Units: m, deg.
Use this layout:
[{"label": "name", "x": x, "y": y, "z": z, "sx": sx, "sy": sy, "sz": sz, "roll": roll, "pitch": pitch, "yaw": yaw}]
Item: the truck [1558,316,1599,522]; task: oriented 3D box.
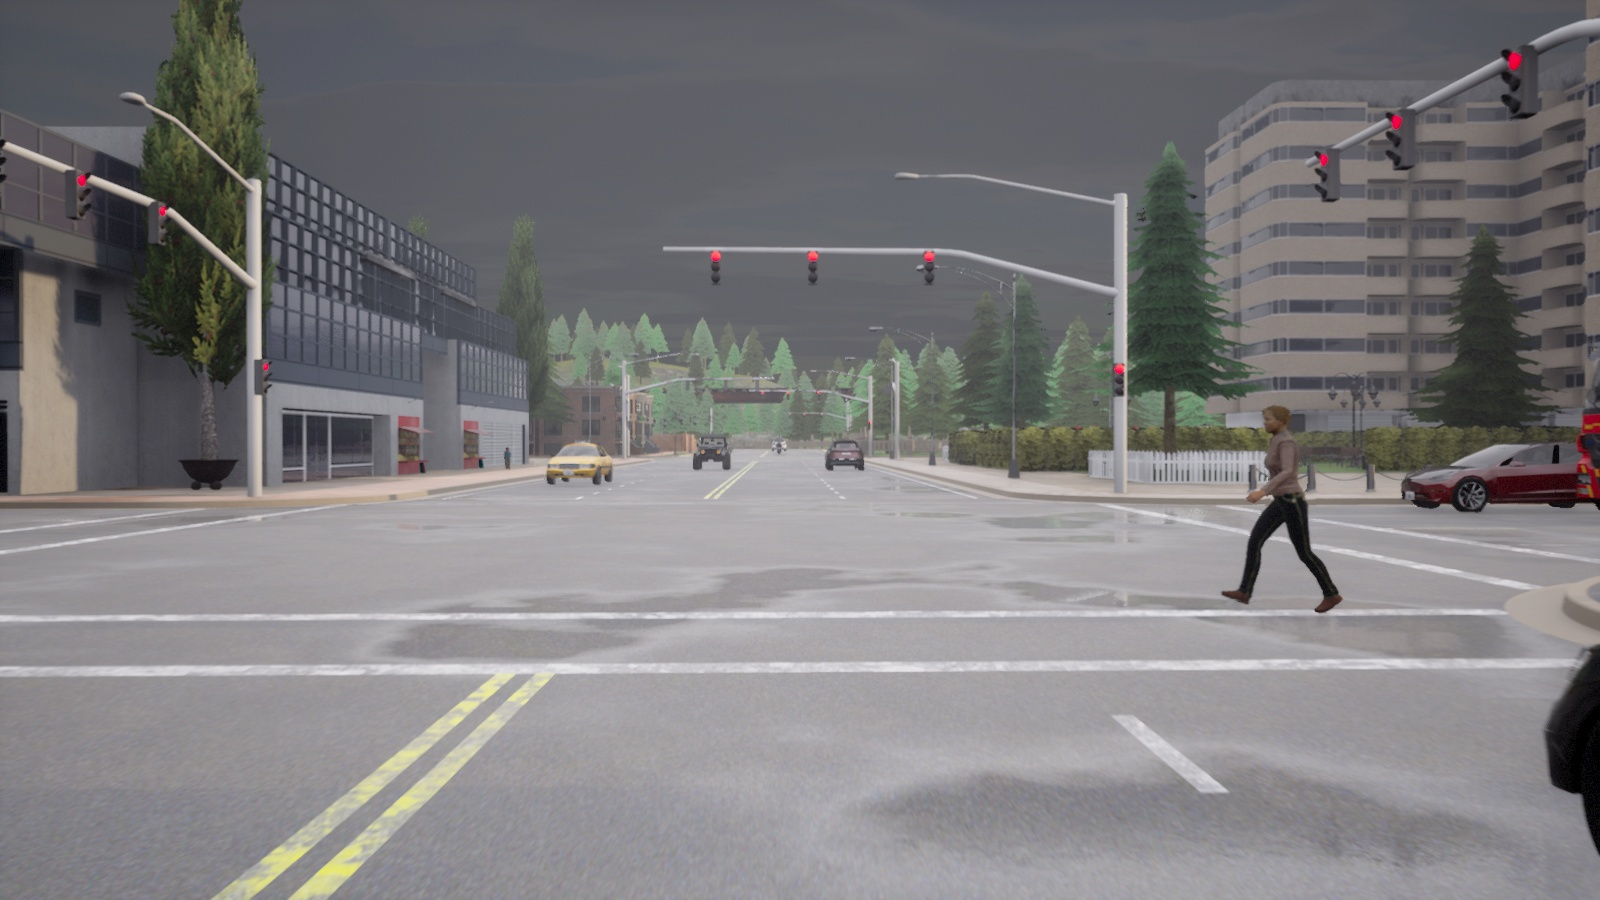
[{"label": "truck", "x": 19.162, "y": -0.569, "z": 23.304, "sx": 8.468, "sy": 3.827, "sz": 2.891, "roll": 0, "pitch": 0, "yaw": -1}]

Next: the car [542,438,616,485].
[{"label": "car", "x": -7.813, "y": 0.363, "z": 44.877, "sx": 1.801, "sy": 1.575, "sz": 5.366, "roll": 0, "pitch": 0, "yaw": -1}]

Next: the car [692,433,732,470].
[{"label": "car", "x": -4.657, "y": 0.068, "z": 66.736, "sx": 1.905, "sy": 1.878, "sz": 3.866, "roll": 0, "pitch": 0, "yaw": -1}]

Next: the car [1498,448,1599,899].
[{"label": "car", "x": 3.515, "y": 0.744, "z": 2.584, "sx": 1.816, "sy": 1.474, "sz": 4.193, "roll": 0, "pitch": 0, "yaw": 0}]

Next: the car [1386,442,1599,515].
[{"label": "car", "x": 15.379, "y": 0.568, "z": 26.743, "sx": 4.792, "sy": 1.488, "sz": 2.163, "roll": 0, "pitch": 0, "yaw": -1}]

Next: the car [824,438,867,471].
[{"label": "car", "x": 2.350, "y": 0.209, "z": 66.340, "sx": 2.033, "sy": 1.649, "sz": 4.856, "roll": 0, "pitch": 0, "yaw": -1}]

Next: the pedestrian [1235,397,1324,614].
[{"label": "pedestrian", "x": 4.130, "y": 0.472, "z": 10.832, "sx": 0.634, "sy": 1.846, "sz": 0.331, "roll": 0, "pitch": 0, "yaw": 1}]
